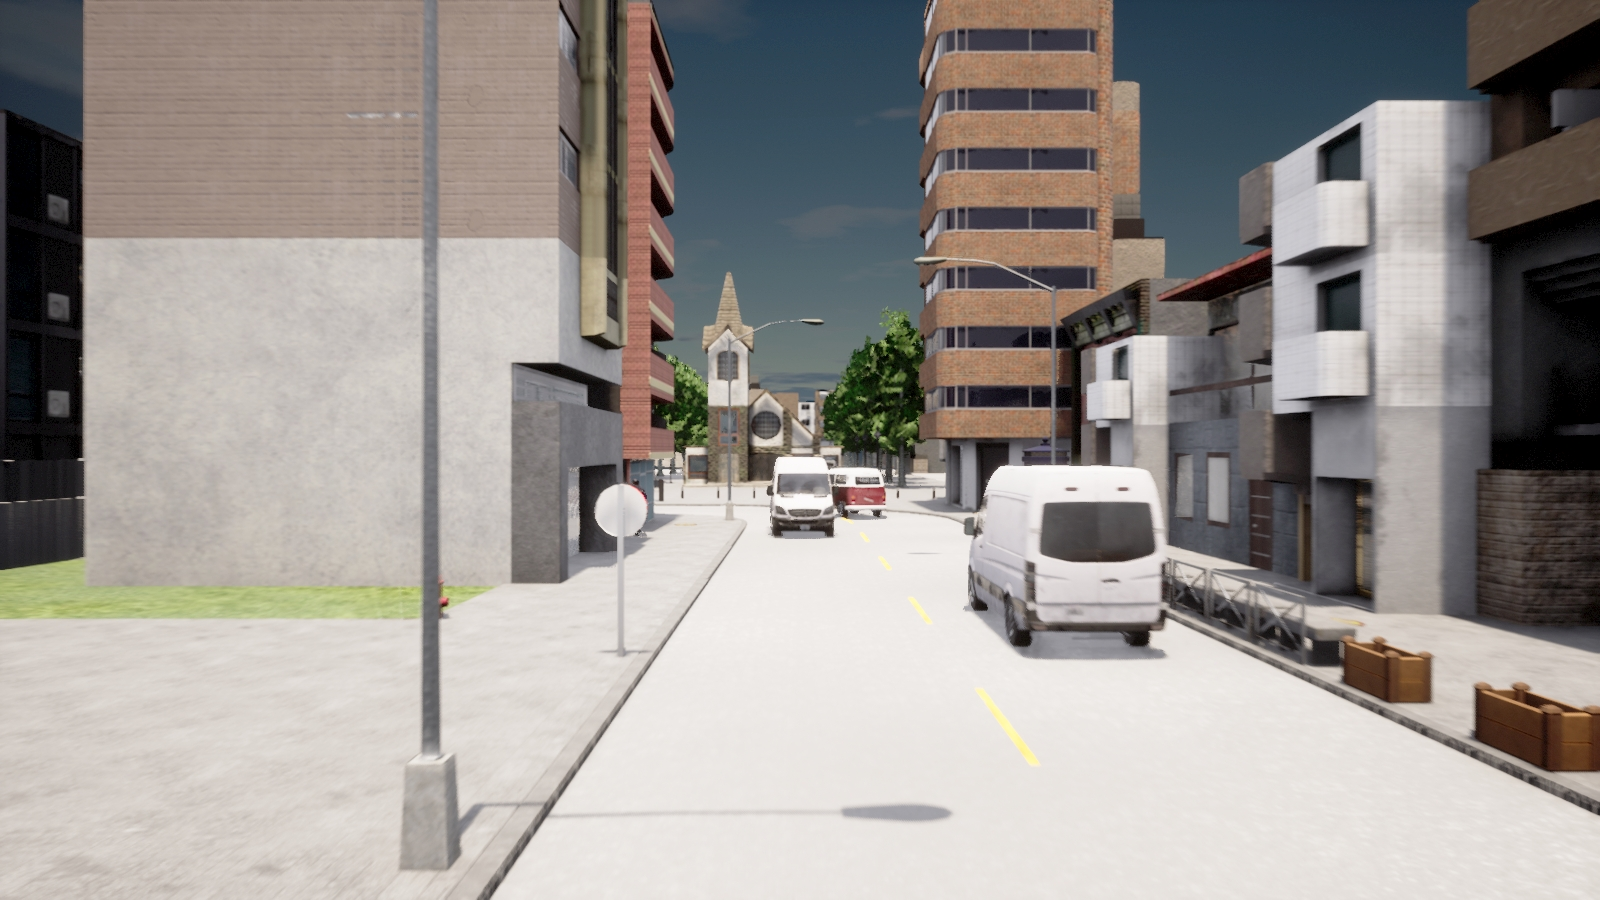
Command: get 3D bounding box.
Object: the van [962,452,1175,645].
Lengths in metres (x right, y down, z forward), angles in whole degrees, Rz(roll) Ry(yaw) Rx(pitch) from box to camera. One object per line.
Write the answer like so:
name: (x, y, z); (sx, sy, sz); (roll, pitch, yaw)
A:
van: (3.984, 1.311, 18.138); (1.988, 2.561, 5.915); (0, 0, 0)

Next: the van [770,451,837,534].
van: (0.041, 1.308, 38.327); (1.988, 2.561, 5.915); (0, 0, -2)

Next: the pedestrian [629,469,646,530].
pedestrian: (-5.039, 1.517, 35.411); (0.375, 1.860, 0.375); (0, 0, -38)

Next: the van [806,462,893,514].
van: (2.014, 1.557, 48.289); (2.069, 2.038, 4.480); (0, 0, -21)
